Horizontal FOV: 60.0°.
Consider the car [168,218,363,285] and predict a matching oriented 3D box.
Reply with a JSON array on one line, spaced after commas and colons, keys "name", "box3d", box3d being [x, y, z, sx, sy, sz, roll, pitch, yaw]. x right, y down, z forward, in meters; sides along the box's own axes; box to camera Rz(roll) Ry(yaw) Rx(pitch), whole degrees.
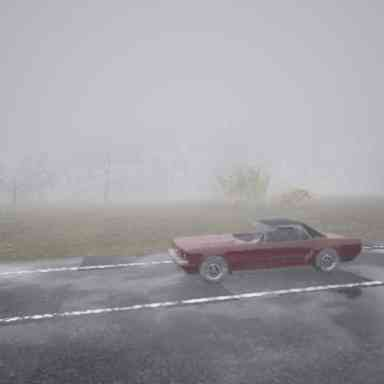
[{"name": "car", "box3d": [1.783, 1.396, 8.647, 4.718, 1.301, 1.895, -1, 1, -13]}]
